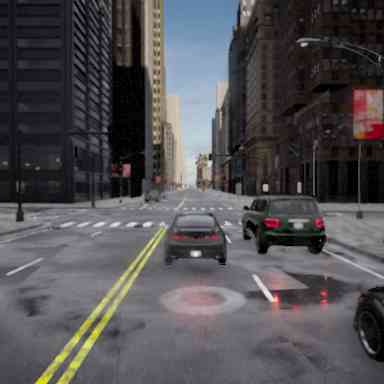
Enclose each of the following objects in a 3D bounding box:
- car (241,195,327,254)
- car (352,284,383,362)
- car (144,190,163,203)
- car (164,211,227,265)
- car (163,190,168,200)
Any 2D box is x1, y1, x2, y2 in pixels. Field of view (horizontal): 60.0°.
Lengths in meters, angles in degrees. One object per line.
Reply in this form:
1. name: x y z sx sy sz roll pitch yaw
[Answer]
1. car: 3.356 1.124 13.149 2.150 2.045 5.566 0 1 0
2. car: 3.363 1.539 3.196 1.994 1.385 4.181 0 0 -1
3. car: -6.535 0.760 55.025 2.150 2.045 5.566 0 0 0
4. car: 0.105 1.419 11.397 1.837 1.490 4.892 0 0 0
5. car: -6.471 0.891 70.557 1.837 1.490 4.892 0 1 0
